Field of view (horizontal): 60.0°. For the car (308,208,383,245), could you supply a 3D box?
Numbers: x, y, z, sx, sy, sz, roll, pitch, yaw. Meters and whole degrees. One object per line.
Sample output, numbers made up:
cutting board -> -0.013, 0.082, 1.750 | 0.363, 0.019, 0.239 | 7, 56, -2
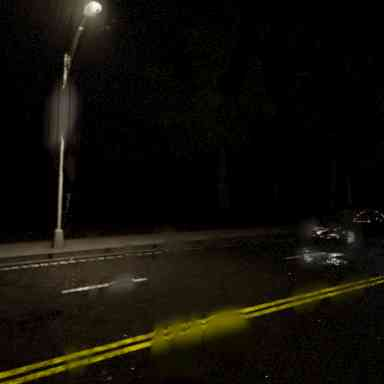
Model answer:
car -> 7.738, 1.574, 16.070 | 4.892, 1.490, 1.837 | 0, 0, -30
